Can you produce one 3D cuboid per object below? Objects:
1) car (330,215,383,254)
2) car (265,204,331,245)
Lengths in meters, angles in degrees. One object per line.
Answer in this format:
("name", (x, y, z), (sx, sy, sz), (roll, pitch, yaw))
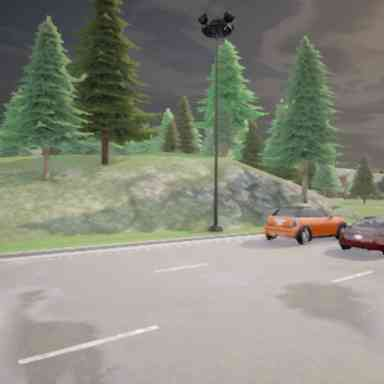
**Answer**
("car", (7.985, 1.705, 13.862), (4.181, 1.385, 1.994), (1, 0, -35))
("car", (5.777, 1.489, 16.592), (4.553, 1.767, 2.097), (1, -1, -35))
